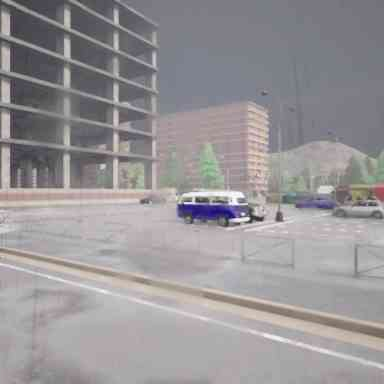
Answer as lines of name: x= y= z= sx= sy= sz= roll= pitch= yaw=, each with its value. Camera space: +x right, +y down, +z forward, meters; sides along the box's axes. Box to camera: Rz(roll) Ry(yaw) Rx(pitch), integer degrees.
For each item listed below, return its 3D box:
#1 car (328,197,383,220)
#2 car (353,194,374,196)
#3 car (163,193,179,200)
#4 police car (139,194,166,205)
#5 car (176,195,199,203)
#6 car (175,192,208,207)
car: x=13.019 y=1.378 z=25.944 sx=3.806 sy=1.475 sz=1.970 roll=0 pitch=0 yaw=36
car: x=16.235 y=1.136 z=30.502 sx=4.605 sy=1.855 sz=1.932 roll=0 pitch=0 yaw=36
car: x=-5.233 y=1.057 z=82.323 sx=1.851 sy=1.617 sz=3.988 roll=0 pitch=0 yaw=36
police car: x=-6.431 y=1.208 z=54.358 sx=1.930 sy=1.638 sz=5.238 roll=0 pitch=0 yaw=35
car: x=-0.795 y=1.289 z=62.324 sx=1.837 sy=1.490 sz=4.892 roll=0 pitch=0 yaw=36
car: x=-0.105 y=1.022 z=57.307 sx=2.150 sy=2.045 sz=5.566 roll=0 pitch=0 yaw=36
